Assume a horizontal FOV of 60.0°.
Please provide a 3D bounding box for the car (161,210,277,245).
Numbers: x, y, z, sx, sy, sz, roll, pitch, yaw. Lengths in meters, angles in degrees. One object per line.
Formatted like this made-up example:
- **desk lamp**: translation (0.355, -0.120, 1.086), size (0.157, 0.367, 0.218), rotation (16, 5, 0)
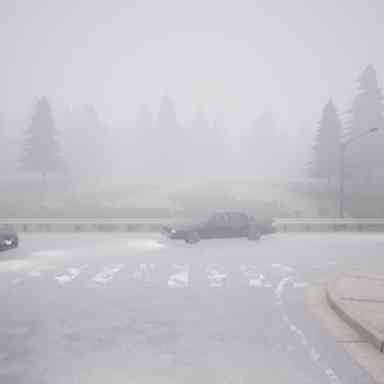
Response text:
- **car**: translation (1.309, 1.564, 15.611), size (5.357, 1.411, 2.033), rotation (0, 0, -20)

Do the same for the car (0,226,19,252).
- **car**: translation (-8.739, 1.519, 12.048), size (4.892, 1.490, 1.837), rotation (0, 0, 11)
